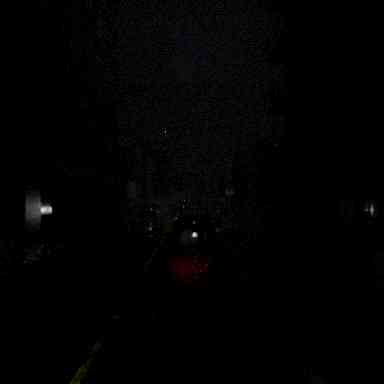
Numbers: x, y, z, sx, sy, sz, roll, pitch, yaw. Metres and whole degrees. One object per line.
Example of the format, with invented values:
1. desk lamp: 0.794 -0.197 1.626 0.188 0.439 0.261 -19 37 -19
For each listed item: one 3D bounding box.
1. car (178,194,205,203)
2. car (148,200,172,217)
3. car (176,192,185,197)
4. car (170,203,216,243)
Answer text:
1. car: 0.112 1.301 28.577 2.097 1.767 4.553 0 0 1
2. car: -2.768 1.470 30.386 1.812 1.442 4.674 0 0 0
3. car: -2.483 1.255 89.351 2.128 1.511 4.902 0 0 0
4. car: 0.098 1.485 16.032 1.837 1.490 4.892 0 0 0
